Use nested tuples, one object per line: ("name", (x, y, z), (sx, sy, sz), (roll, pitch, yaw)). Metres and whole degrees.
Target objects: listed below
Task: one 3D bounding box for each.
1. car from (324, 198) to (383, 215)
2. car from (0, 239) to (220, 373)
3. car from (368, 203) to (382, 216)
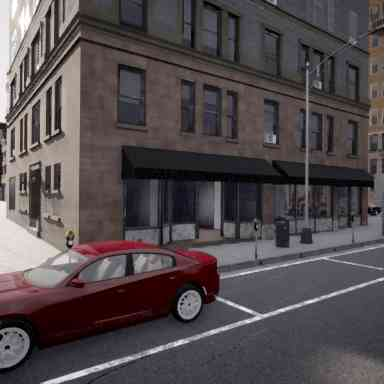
("car", (16.234, 1.411, 33.312), (2.033, 1.411, 5.357), (1, 0, -35))
("car", (-1.574, 1.545, 5.630), (4.507, 1.381, 1.887), (0, 1, -35))
("car", (14.468, 1.443, 30.161), (1.895, 1.301, 4.718), (1, 0, -35))
